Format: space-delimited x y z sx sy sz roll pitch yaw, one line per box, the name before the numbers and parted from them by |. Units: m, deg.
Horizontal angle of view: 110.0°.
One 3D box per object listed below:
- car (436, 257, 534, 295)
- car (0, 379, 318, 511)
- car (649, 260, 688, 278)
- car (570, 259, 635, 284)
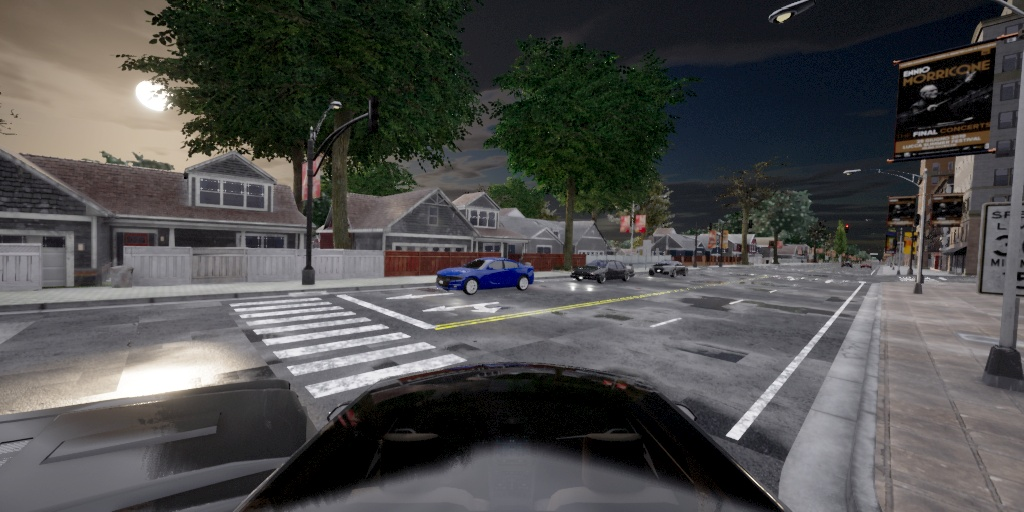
car | -1.107 0.812 16.473 5.008 1.535 1.882 0 2 -44
car | -3.311 1.288 1.289 4.718 1.301 1.895 1 2 -34
car | 13.264 1.018 30.307 4.181 1.385 1.994 0 2 -44
car | 6.063 0.940 23.389 5.357 1.411 2.033 0 2 -44
